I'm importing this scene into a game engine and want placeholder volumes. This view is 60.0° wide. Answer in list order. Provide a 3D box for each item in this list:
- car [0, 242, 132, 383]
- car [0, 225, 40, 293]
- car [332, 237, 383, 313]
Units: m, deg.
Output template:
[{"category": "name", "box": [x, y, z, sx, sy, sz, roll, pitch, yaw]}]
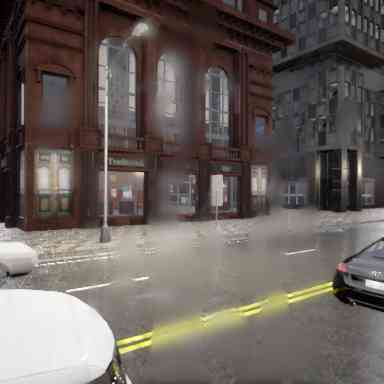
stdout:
[{"category": "car", "box": [-2.940, 1.220, 1.339, 5.566, 2.045, 2.150, 0, 0, -36]}, {"category": "car", "box": [-6.093, 1.600, 7.324, 4.718, 1.301, 1.895, 0, 0, -36]}, {"category": "car", "box": [4.798, 1.568, 6.877, 4.181, 1.385, 1.994, 0, 0, -35]}]
